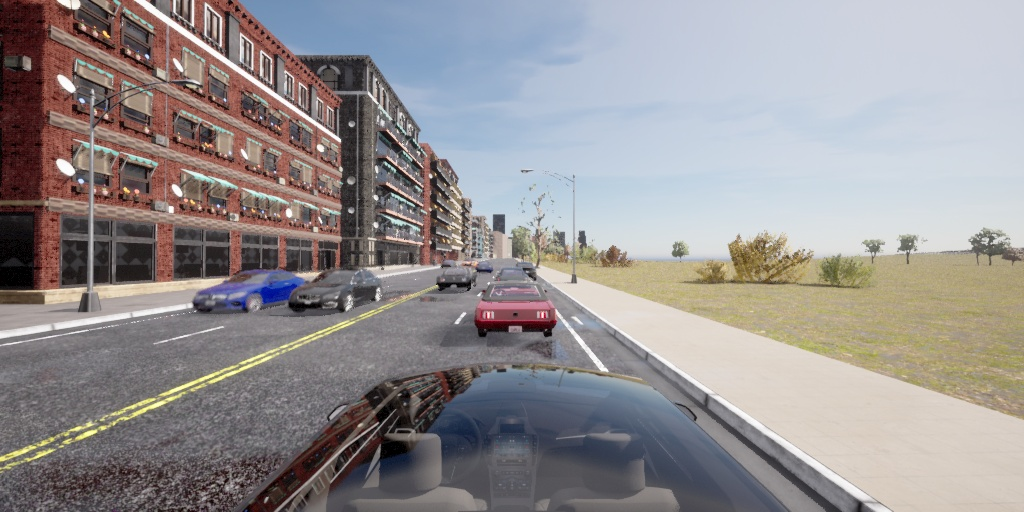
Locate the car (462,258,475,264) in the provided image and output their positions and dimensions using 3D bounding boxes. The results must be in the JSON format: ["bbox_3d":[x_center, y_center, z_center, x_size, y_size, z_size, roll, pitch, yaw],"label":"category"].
[{"bbox_3d":[-6.758,1.104,57.306,2.097,1.767,4.553,0,0,0],"label":"car"}]

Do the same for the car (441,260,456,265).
[{"bbox_3d":[-10.010,1.299,57.065,2.033,1.411,5.357,0,0,0],"label":"car"}]

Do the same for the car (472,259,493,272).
[{"bbox_3d":[-3.278,1.316,43.354,1.994,1.385,4.181,0,0,0],"label":"car"}]

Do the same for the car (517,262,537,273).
[{"bbox_3d":[1.049,1.259,30.270,1.837,1.490,4.892,0,0,0],"label":"car"}]

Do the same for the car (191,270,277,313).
[{"bbox_3d":[-9.890,1.278,14.063,1.812,1.442,4.674,0,0,0],"label":"car"}]

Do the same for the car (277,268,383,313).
[{"bbox_3d":[-6.639,1.257,14.076,1.837,1.490,4.892,0,0,0],"label":"car"}]

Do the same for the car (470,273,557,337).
[{"bbox_3d":[0.074,1.352,10.246,1.895,1.301,4.718,0,0,0],"label":"car"}]

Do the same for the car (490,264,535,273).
[{"bbox_3d":[0.034,1.317,20.277,1.994,1.385,4.181,0,0,0],"label":"car"}]

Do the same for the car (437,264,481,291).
[{"bbox_3d":[-3.213,1.354,21.891,1.895,1.301,4.718,0,0,0],"label":"car"}]
